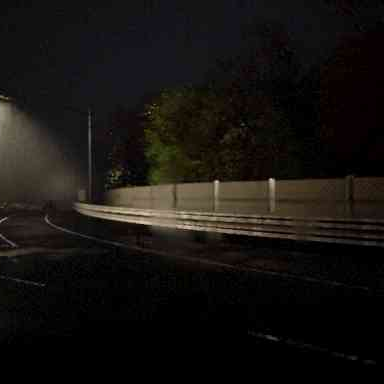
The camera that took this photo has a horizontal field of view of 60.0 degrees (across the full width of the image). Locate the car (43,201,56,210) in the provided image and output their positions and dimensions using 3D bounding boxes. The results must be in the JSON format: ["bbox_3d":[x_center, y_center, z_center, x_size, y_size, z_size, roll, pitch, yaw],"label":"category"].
[{"bbox_3d":[-30.410,2.913,71.209,2.150,2.045,5.566,-1,-4,-17],"label":"car"}]
